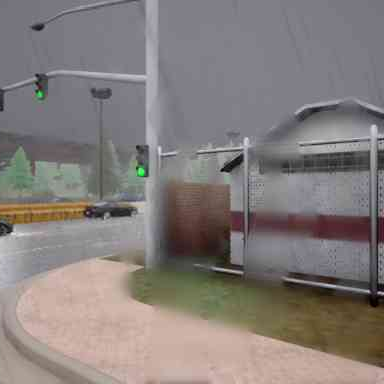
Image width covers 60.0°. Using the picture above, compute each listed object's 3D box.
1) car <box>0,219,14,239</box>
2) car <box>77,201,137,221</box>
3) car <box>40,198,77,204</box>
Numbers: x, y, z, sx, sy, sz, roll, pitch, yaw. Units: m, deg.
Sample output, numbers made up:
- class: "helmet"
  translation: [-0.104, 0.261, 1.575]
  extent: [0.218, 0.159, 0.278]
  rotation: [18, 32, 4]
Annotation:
- class: "car"
  translation: [-10.693, 1.564, 15.550]
  extent: [1.994, 1.385, 4.181]
  rotation: [0, 0, 34]
- class: "car"
  translation: [-6.702, 1.477, 27.814]
  extent: [1.882, 1.535, 5.008]
  rotation: [0, 0, 34]
- class: "car"
  translation: [-15.880, 1.505, 39.628]
  extent: [1.837, 1.490, 4.892]
  rotation: [0, 0, 34]
